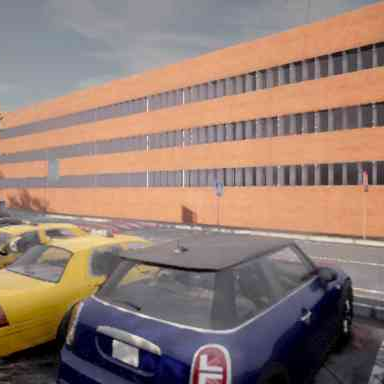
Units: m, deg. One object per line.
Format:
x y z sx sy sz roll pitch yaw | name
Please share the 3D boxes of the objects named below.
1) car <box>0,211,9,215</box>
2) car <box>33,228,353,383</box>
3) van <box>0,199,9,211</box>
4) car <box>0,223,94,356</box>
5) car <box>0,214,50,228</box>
-6.201 1.458 9.415 2.002 1.452 4.674 0 0 35 | car
0.683 1.343 4.467 2.185 1.767 4.553 0 0 35 | car
-8.570 1.175 10.957 1.878 1.987 4.442 0 0 35 | van
-1.492 1.449 6.284 1.946 1.575 5.366 0 0 35 | car
-4.009 1.432 7.622 1.946 1.575 5.366 0 0 35 | car
